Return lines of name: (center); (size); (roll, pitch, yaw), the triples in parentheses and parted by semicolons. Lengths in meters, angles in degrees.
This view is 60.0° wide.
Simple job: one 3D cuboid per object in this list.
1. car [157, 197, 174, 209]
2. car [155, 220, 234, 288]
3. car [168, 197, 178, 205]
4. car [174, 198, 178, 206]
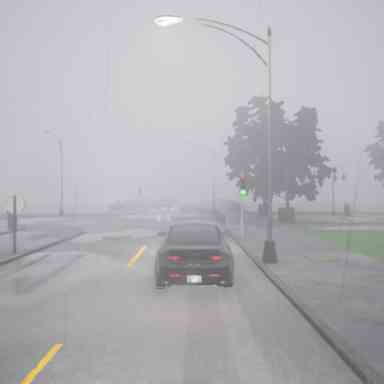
car: (-4.116, 1.813, 50.402); (1.837, 1.490, 4.892); (0, 0, 0)
car: (0.065, 1.565, 9.373); (1.837, 1.490, 4.892); (0, 0, 0)
car: (-4.029, 1.928, 70.009); (1.837, 1.490, 4.892); (0, 0, 0)
car: (-4.096, 1.966, 59.794); (1.895, 1.301, 4.718); (0, 0, 0)
